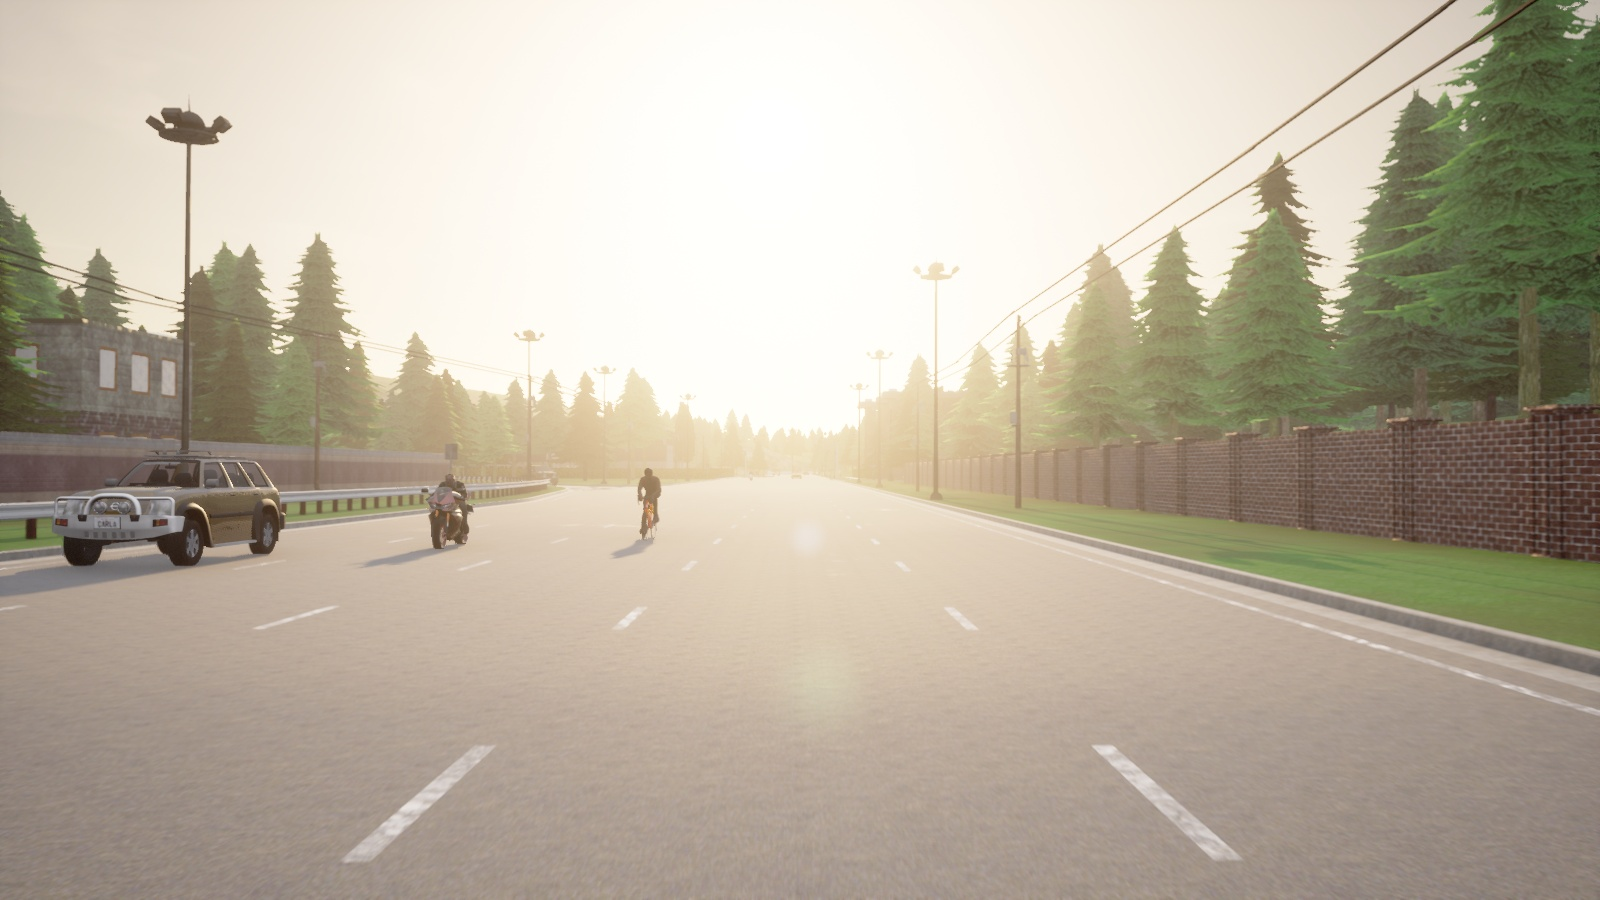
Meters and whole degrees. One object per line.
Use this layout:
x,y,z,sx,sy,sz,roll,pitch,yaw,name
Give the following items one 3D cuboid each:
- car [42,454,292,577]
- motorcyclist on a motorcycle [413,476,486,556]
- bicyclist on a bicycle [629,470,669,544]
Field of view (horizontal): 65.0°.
-10.552,1.032,21.393,1.932,1.855,4.605,0,-1,0,car
-7.061,1.303,25.416,0.866,1.530,2.191,0,-1,0,motorcyclist on a motorcycle
-3.392,1.254,28.257,0.582,1.620,1.656,0,-1,4,bicyclist on a bicycle
